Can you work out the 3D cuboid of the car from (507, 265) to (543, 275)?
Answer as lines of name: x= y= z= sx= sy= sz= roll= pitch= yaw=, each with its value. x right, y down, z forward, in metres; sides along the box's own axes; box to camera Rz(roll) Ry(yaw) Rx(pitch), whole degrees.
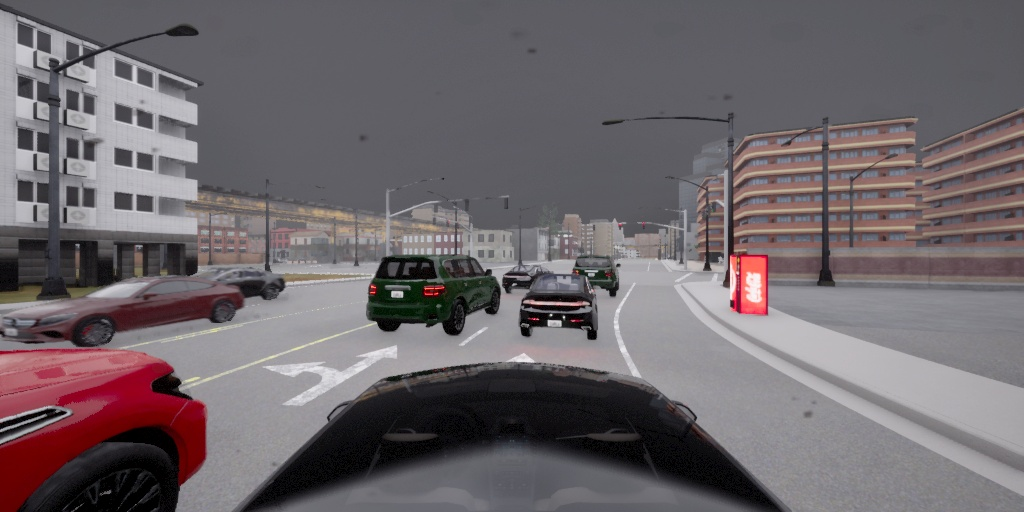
car: x=1.124 y=1.241 z=20.177 sx=2.128 sy=1.511 sz=4.902 roll=0 pitch=0 yaw=24

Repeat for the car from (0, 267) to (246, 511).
car: x=-3.264 y=0.971 z=0.223 sx=2.150 sy=2.045 sz=5.566 roll=0 pitch=0 yaw=-2

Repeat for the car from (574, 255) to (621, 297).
car: x=4.572 y=0.971 z=19.341 sx=2.150 sy=2.045 sz=5.566 roll=0 pitch=0 yaw=19

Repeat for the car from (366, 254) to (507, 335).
car: x=-1.988 y=0.971 z=10.814 sx=2.150 sy=2.045 sz=5.566 roll=0 pitch=0 yaw=14

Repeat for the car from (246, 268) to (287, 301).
car: x=-11.963 y=1.241 z=14.886 sx=2.128 sy=1.511 sz=4.902 roll=0 pitch=0 yaw=16

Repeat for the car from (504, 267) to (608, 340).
car: x=1.444 y=1.241 z=10.101 sx=2.128 sy=1.511 sz=4.902 roll=0 pitch=0 yaw=12

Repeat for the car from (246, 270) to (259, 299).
car: x=-9.638 y=1.276 z=9.512 sx=1.812 sy=1.442 sz=4.674 roll=0 pitch=0 yaw=11

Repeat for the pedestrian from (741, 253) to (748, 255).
pedestrian: x=8.055 y=0.795 z=12.467 sx=0.375 sy=1.860 sz=0.375 roll=0 pitch=0 yaw=21

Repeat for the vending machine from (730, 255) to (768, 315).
vending machine: x=7.821 y=0.945 z=11.848 sx=1.100 sy=2.100 sz=0.880 roll=0 pitch=0 yaw=20
